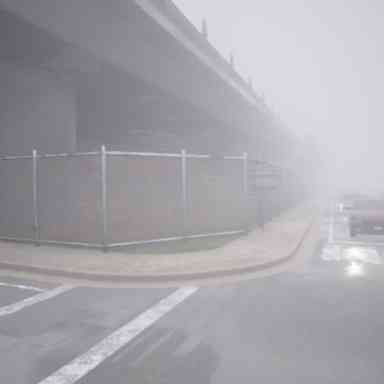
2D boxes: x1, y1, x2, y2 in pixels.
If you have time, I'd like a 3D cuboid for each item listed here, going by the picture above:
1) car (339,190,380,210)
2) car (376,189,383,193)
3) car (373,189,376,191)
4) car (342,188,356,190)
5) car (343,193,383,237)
[{"bbox_3d":[11.747,0.789,23.716,2.033,1.411,5.357,0,2,23],"label":"car"},{"bbox_3d":[18.301,0.363,30.078,2.097,1.767,4.553,0,2,23],"label":"car"},{"bbox_3d":[22.203,0.330,39.182,1.895,1.301,4.718,0,2,23],"label":"car"},{"bbox_3d":[17.339,0.315,36.795,1.882,1.535,5.008,0,2,23],"label":"car"},{"bbox_3d":[7.854,1.003,14.587,1.882,1.535,5.008,0,2,23],"label":"car"}]
